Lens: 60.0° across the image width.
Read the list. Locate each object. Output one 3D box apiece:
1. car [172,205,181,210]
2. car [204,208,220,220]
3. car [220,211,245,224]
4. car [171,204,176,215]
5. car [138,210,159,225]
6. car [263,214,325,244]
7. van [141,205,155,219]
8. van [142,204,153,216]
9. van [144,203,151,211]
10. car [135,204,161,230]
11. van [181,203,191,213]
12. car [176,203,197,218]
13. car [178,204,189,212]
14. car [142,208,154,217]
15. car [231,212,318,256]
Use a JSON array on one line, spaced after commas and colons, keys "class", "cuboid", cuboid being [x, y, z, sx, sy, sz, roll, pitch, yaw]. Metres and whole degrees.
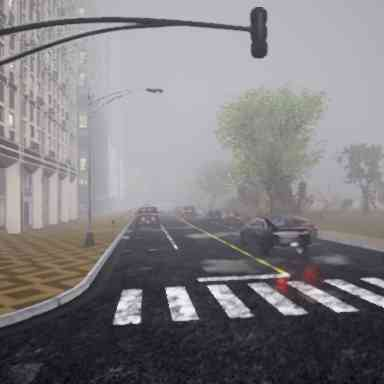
[{"class": "car", "cuboid": [-4.266, 4.131, 90.487, 1.947, 1.339, 4.313, -1, -2, -8]}, {"class": "car", "cuboid": [2.548, 2.651, 41.106, 2.008, 1.369, 4.403, -1, -2, -8]}, {"class": "car", "cuboid": [4.154, 2.355, 30.144, 1.802, 1.307, 4.206, -1, -2, -8]}, {"class": "car", "cuboid": [-2.041, 3.047, 55.651, 1.882, 1.535, 5.008, -1, -2, -8]}, {"class": "car", "cuboid": [-4.528, 2.581, 34.381, 1.947, 1.339, 4.313, -1, -2, -8]}, {"class": "car", "cuboid": [5.705, 2.030, 19.174, 1.802, 1.307, 4.206, -1, -2, -8]}, {"class": "van", "cuboid": [-6.002, 2.682, 45.380, 1.690, 1.788, 3.998, -1, -2, -8]}, {"class": "van", "cuboid": [-7.518, 3.009, 56.366, 1.690, 1.788, 3.998, -1, -2, -8]}, {"class": "van", "cuboid": [-11.308, 3.824, 83.833, 1.690, 1.788, 3.998, -1, -2, -8]}, {"class": "car", "cuboid": [-3.822, 2.168, 28.889, 2.192, 1.841, 5.009, -1, -2, -8]}, {"class": "van", "cuboid": [-1.244, 3.256, 68.545, 1.690, 1.788, 3.998, -1, -2, -8]}, {"class": "car", "cuboid": [-0.587, 2.619, 45.494, 2.097, 1.767, 4.553, -1, -2, -8]}, {"class": "car", "cuboid": [-1.998, 3.518, 74.029, 1.967, 1.590, 4.097, -1, -2, -8]}, {"class": "car", "cuboid": [-6.754, 3.086, 50.866, 1.802, 1.307, 4.206, -1, -2, -8]}, {"class": "car", "cuboid": [3.566, 1.855, 15.019, 2.128, 1.511, 4.902, -1, -2, -8]}]
